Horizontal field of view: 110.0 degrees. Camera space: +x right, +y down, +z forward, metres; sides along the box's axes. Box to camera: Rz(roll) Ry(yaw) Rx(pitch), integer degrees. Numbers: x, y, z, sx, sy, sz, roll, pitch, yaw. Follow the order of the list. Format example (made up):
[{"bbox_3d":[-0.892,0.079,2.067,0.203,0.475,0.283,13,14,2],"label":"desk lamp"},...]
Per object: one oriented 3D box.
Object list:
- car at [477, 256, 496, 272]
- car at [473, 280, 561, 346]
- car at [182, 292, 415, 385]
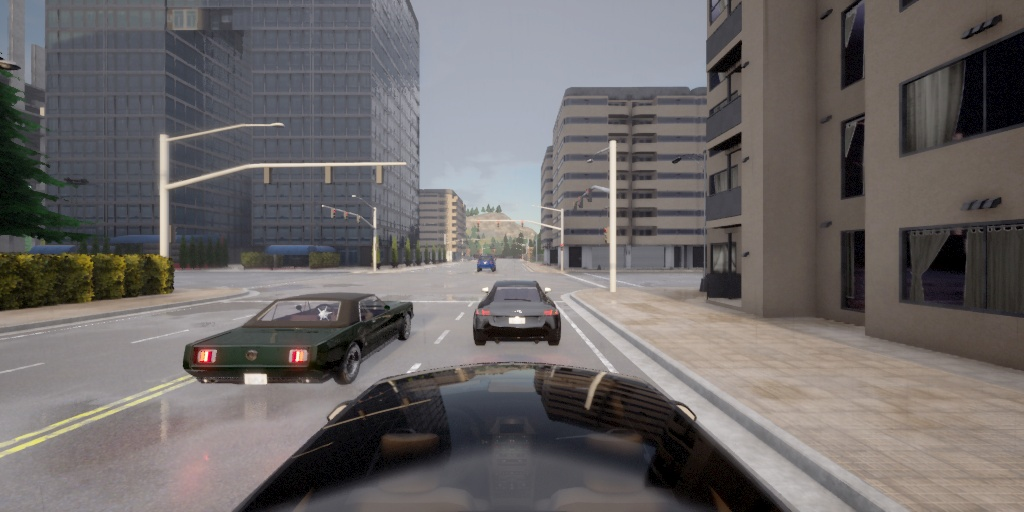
[{"bbox_3d":[-3.247,0.971,46.221,2.150,2.045,5.566,0,0,0],"label":"car"},{"bbox_3d":[0.123,1.314,9.464,1.994,1.385,4.181,0,0,0],"label":"car"},{"bbox_3d":[-3.386,1.351,6.984,1.895,1.301,4.718,0,0,0],"label":"car"}]
